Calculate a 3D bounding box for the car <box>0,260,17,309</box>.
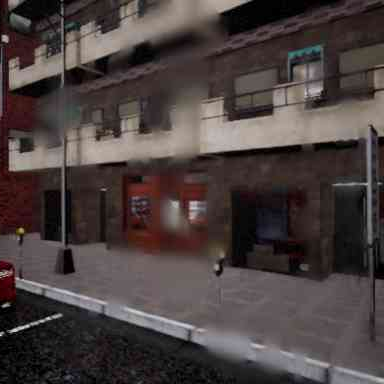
[{"bbox_3d":[-5.292,1.607,6.649,4.507,1.381,1.887,-1,0,35],"label":"car"}]
